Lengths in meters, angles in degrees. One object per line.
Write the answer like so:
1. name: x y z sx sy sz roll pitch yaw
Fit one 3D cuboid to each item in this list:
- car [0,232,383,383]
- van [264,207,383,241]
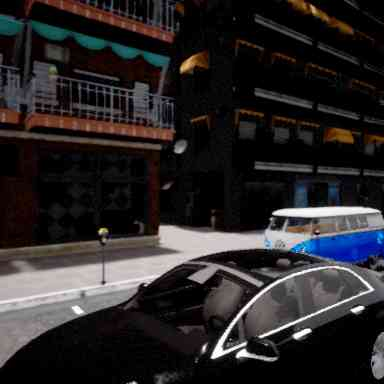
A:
1. car: 0.545 1.502 3.768 4.892 1.490 1.837 0 0 -35
2. van: 3.724 1.332 9.212 3.998 1.788 1.690 0 0 -35
